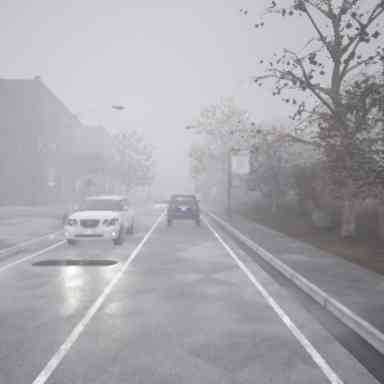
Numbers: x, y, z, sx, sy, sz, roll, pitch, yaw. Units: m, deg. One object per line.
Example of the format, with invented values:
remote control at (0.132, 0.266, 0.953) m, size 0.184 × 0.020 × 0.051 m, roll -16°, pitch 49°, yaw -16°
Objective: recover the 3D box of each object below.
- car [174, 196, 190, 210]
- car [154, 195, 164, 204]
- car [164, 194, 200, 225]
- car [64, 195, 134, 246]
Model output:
car at (-1.265, 1.348, 41.750) m, size 1.882 × 1.535 × 5.008 m, roll 0°, pitch 0°, yaw -2°
car at (-5.477, 1.309, 57.810) m, size 2.128 × 1.511 × 4.902 m, roll 0°, pitch 0°, yaw -1°
car at (-0.616, 1.151, 23.362) m, size 2.150 × 2.045 × 5.566 m, roll 0°, pitch 0°, yaw -2°
car at (-4.039, 1.175, 15.482) m, size 2.150 × 2.045 × 5.566 m, roll 0°, pitch 0°, yaw -2°
